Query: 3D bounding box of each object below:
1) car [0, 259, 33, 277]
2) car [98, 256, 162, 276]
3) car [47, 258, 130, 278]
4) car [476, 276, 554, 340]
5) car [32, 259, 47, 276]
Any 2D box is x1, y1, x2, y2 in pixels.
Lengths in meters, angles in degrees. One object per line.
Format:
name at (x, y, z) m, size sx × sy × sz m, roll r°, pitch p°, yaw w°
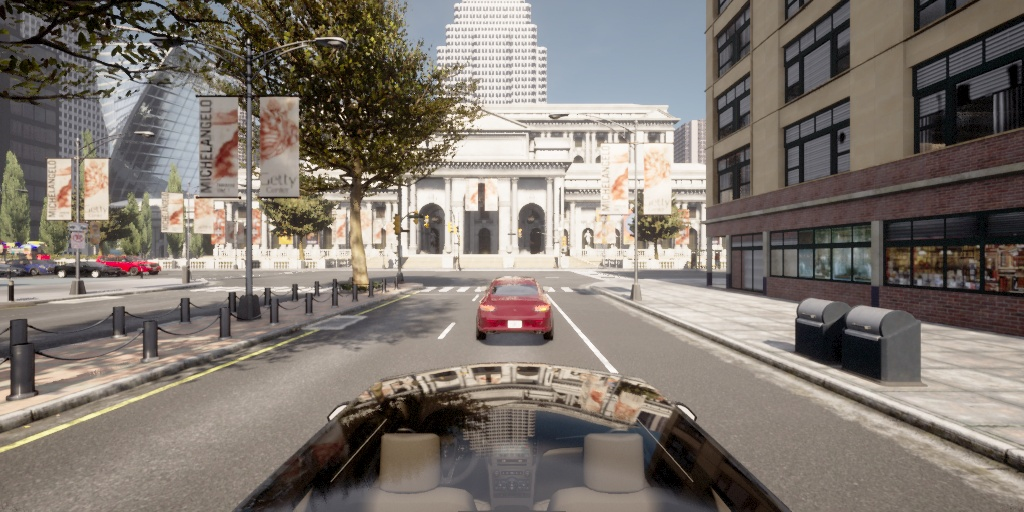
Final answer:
car at (-48.326, 1.276, 33.329) m, size 4.674 × 1.442 × 1.812 m, roll 0°, pitch 0°, yaw -1°
car at (-39.513, 0.971, 36.863) m, size 5.566 × 2.045 × 2.150 m, roll 0°, pitch 0°, yaw 0°
car at (-39.323, 1.227, 33.360) m, size 5.008 × 1.535 × 1.882 m, roll 0°, pitch 0°, yaw 0°
car at (0.078, 1.276, 9.882) m, size 1.812 × 1.442 × 4.674 m, roll 0°, pitch 0°, yaw 0°
car at (-49.132, 1.102, 36.802) m, size 4.553 × 1.767 × 2.097 m, roll 0°, pitch 0°, yaw -1°
